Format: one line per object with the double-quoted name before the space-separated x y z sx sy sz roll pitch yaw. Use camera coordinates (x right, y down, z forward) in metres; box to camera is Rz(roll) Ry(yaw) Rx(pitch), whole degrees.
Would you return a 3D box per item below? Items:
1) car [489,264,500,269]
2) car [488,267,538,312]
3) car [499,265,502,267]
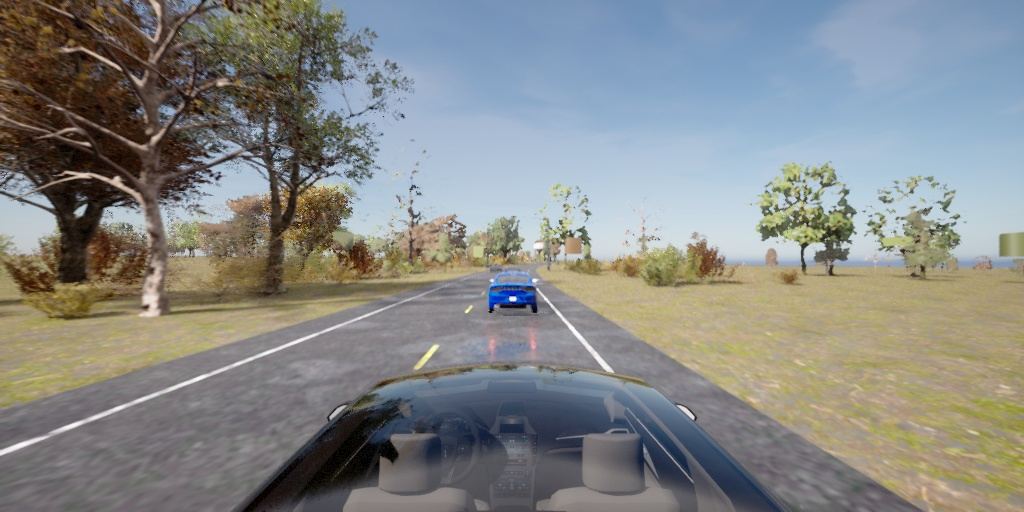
"car" -2.670 2.032 59.363 1.837 1.490 4.892 0 -1 3
"car" 0.054 1.410 15.287 1.882 1.535 5.008 0 -1 0
"car" 0.093 1.684 29.278 1.994 1.385 4.181 0 -1 1
